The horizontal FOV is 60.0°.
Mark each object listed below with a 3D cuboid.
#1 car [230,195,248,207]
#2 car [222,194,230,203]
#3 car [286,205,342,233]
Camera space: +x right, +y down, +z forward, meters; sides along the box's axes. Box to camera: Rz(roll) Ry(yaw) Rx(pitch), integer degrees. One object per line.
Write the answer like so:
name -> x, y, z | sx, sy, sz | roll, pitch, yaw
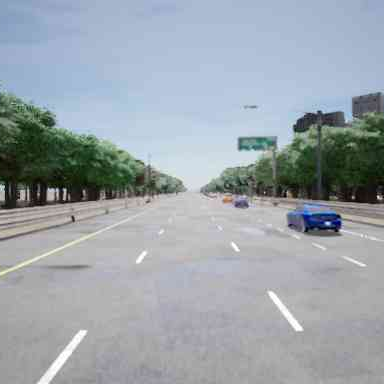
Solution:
car -> 7.125, 1.506, 49.090 | 1.812, 1.442, 4.674 | 0, 0, 0
car -> 7.208, 1.304, 67.052 | 2.097, 1.767, 4.553 | 0, 0, 0
car -> 7.020, 1.494, 19.649 | 1.882, 1.535, 5.008 | 0, 0, 0
